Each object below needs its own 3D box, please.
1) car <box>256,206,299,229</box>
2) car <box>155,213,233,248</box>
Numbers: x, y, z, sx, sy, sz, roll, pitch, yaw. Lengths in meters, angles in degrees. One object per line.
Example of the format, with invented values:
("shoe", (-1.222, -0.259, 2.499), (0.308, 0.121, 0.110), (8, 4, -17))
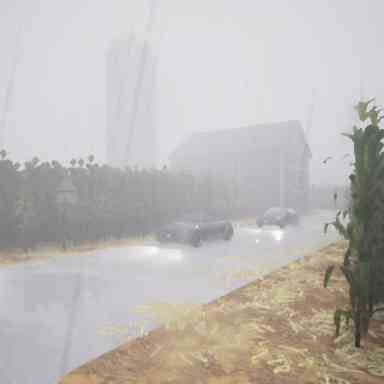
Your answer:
("car", (6.288, 1.755, 23.923), (1.812, 1.442, 4.674), (-1, -1, 36))
("car", (0.220, 1.673, 15.603), (1.994, 1.385, 4.181), (-1, -1, 37))
